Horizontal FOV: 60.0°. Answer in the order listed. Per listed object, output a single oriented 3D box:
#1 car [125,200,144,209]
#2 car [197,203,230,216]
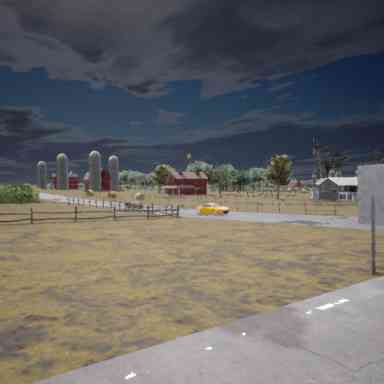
[{"bbox_3d":[-10.299,2.189,59.106,1.882,1.535,5.008,-1,1,-35],"label":"car"},{"bbox_3d":[2.578,2.122,40.961,1.882,1.535,5.008,-1,0,-36],"label":"car"}]
